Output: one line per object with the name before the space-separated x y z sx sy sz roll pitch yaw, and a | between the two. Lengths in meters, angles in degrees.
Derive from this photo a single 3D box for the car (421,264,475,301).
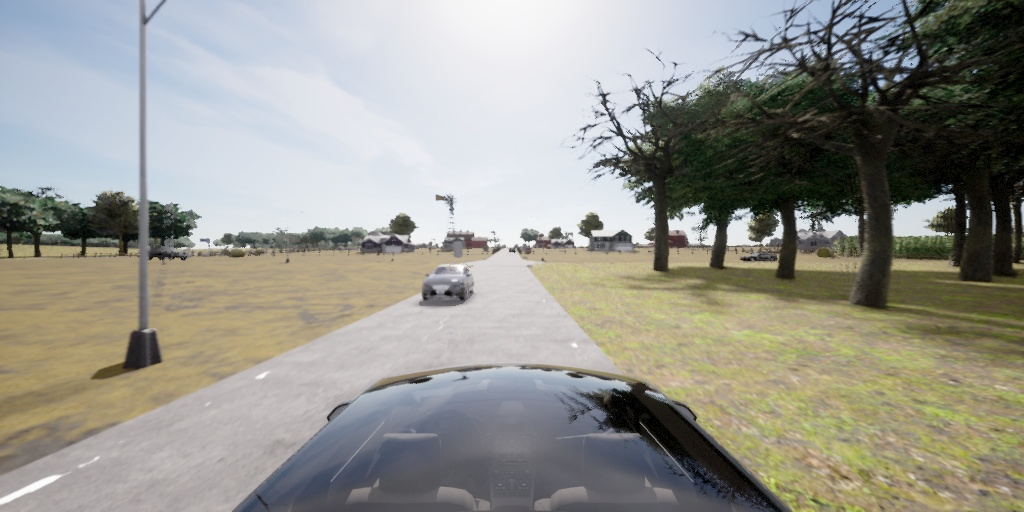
car | -2.857 1.145 16.766 2.128 1.511 4.902 0 1 0
